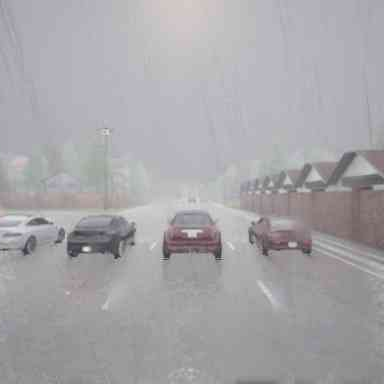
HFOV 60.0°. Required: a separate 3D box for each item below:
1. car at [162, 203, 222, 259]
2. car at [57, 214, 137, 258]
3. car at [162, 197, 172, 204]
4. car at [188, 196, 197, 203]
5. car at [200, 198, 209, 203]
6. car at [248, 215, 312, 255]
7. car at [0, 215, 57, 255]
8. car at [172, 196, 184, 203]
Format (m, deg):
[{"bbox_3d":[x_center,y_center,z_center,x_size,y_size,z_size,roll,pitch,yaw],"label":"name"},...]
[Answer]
[{"bbox_3d":[0.027,1.498,13.409,2.097,1.767,4.553,0,-1,1],"label":"car"},{"bbox_3d":[-3.473,1.655,13.482,1.837,1.490,4.892,0,0,1],"label":"car"},{"bbox_3d":[-6.975,2.508,90.031,2.033,1.411,5.357,0,-1,0],"label":"car"},{"bbox_3d":[0.025,2.193,90.062,2.150,2.045,5.566,0,-1,0],"label":"car"},{"bbox_3d":[3.525,2.328,90.415,2.097,1.767,4.553,0,-1,0],"label":"car"},{"bbox_3d":[3.531,1.678,13.876,1.812,1.442,4.674,0,0,1],"label":"car"},{"bbox_3d":[-6.969,1.678,13.884,1.812,1.442,4.674,0,0,1],"label":"car"},{"bbox_3d":[-3.475,2.194,90.063,2.150,2.045,5.566,0,-1,0],"label":"car"}]
